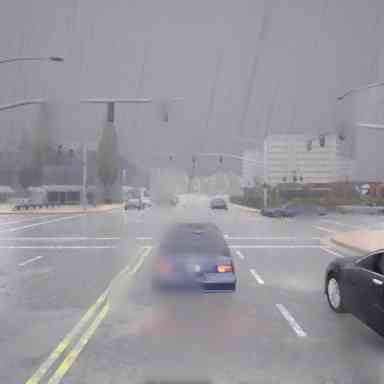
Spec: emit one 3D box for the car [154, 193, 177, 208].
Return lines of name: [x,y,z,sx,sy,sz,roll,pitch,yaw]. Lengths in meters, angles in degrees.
car: [-3.726,1.221,48.351,2.150,2.045,5.566,0,0,0]

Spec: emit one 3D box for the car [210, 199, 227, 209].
car: [3.471,1.564,44.062,1.994,1.385,4.181,0,0,0]

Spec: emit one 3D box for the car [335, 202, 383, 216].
car: [16.379,1.601,31.901,4.718,1.301,1.895,0,0,-2]

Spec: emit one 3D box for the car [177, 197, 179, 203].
car: [-3.748,1.526,58.108,1.812,1.442,4.674,0,0,0]

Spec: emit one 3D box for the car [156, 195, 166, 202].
car: [-7.223,1.489,77.030,1.837,1.490,4.892,0,0,0]

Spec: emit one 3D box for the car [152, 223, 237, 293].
car: [0.056,1.547,8.993,2.033,1.411,5.357,0,0,0]

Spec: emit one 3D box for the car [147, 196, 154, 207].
car: [-7.241,1.526,51.012,1.812,1.442,4.674,0,0,0]

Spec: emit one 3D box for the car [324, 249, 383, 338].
car: [3.548,1.505,4.746,1.837,1.490,4.892,0,0,0]

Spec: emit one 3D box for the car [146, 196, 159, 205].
car: [-7.242,1.505,61.598,1.837,1.490,4.892,0,0,0]

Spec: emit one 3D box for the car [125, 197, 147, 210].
car: [-7.221,1.526,42.056,1.812,1.442,4.674,0,0,0]

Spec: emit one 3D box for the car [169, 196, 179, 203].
car: [-3.708,1.505,68.259,1.837,1.490,4.892,0,0,0]

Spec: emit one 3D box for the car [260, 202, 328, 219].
car: [8.574,1.547,28.202,5.357,1.411,2.033,0,0,-1]
